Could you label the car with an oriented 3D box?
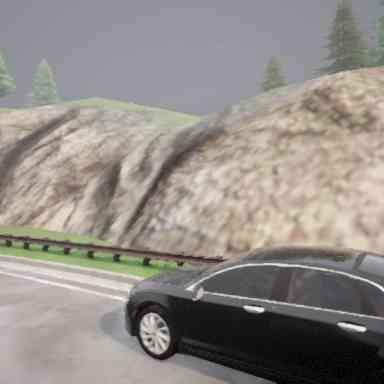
[{"bbox_3d":[1.207,1.480,4.333,4.892,1.490,1.837,-1,0,35],"label":"car"}]
